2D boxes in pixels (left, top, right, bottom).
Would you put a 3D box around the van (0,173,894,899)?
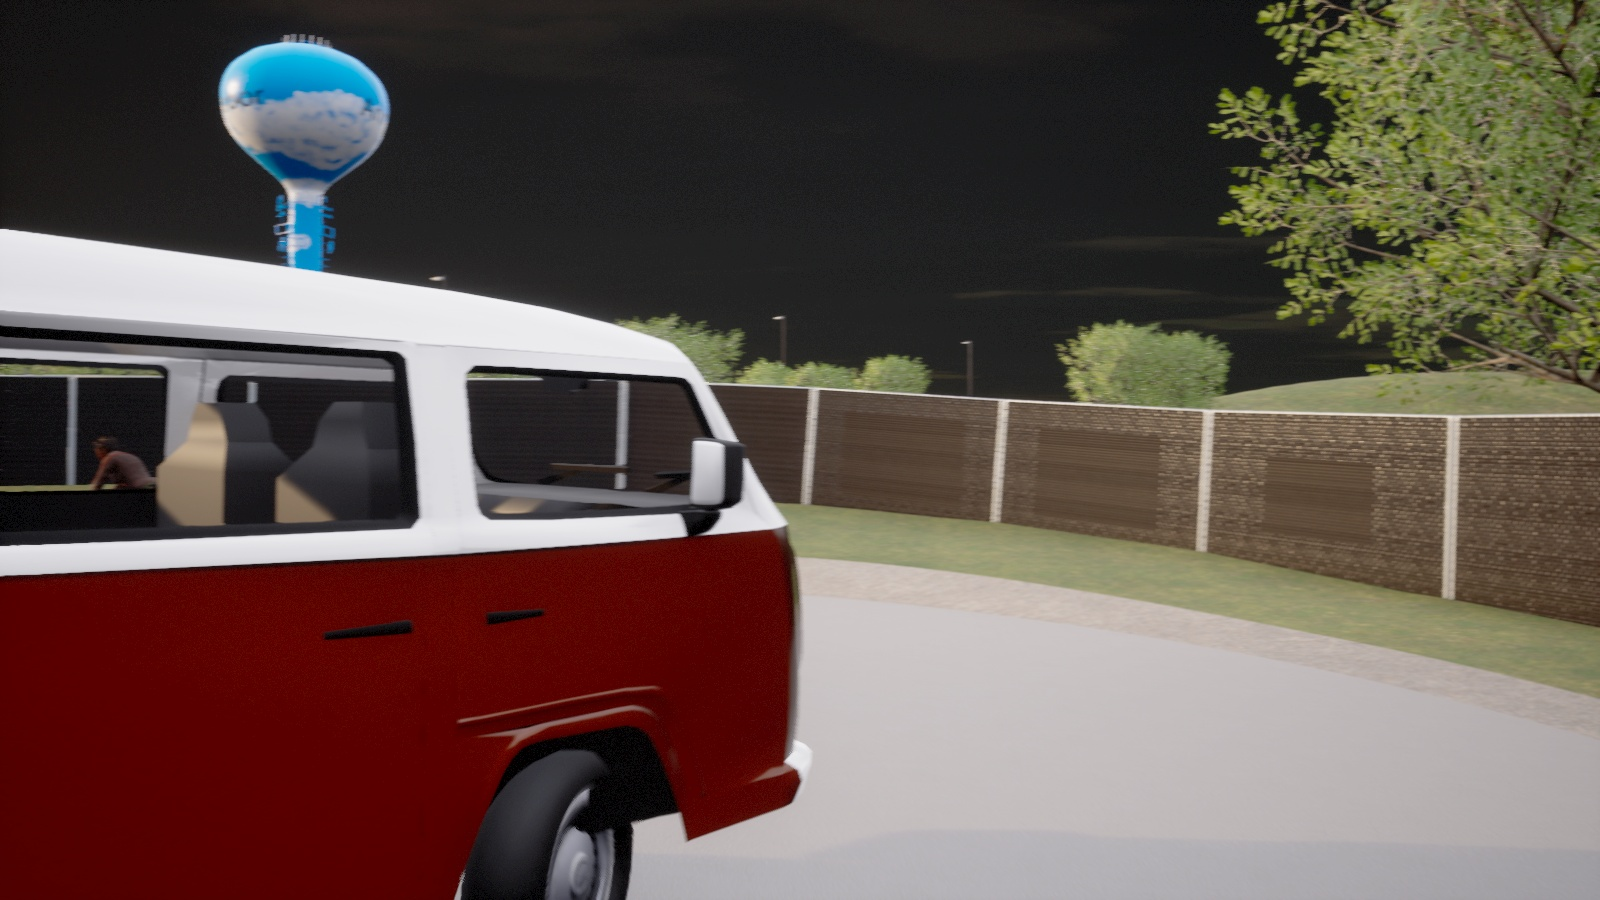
[{"bbox_3d":[-2.001,0.505,3.156,2.069,2.038,4.480,2,1,43],"label":"van"}]
